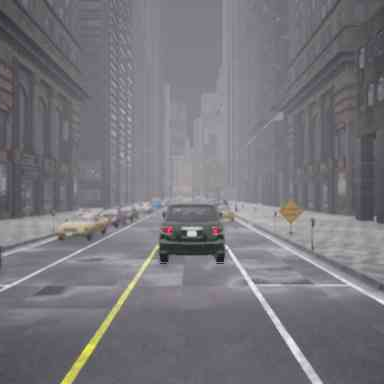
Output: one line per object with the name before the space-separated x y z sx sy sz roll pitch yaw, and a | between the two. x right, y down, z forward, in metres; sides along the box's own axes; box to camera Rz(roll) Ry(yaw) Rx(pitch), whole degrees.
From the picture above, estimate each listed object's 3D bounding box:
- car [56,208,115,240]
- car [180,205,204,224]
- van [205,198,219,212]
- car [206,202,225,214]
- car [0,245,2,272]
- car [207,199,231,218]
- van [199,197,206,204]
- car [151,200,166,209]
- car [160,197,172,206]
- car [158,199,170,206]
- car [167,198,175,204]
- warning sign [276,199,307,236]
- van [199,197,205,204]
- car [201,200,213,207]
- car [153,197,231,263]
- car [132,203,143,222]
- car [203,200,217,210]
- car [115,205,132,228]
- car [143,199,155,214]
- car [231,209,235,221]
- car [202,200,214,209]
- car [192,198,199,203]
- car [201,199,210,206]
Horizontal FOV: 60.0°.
car | -5.762 1.690 18.011 1.752 1.417 4.829 0 -1 0
car | 0.017 1.863 28.266 1.895 1.301 4.718 0 -1 0
van | 2.764 1.777 46.286 1.690 1.788 3.998 0 -1 0
car | 2.764 1.932 40.666 2.008 1.369 4.403 0 -1 0
car | -5.762 1.630 6.943 1.947 1.339 4.313 0 -1 0
car | 2.763 1.643 35.050 2.192 1.841 5.009 0 -1 0
van | 2.765 2.164 85.613 1.690 1.788 3.998 0 -1 0
car | -5.761 2.094 57.510 2.008 1.369 4.403 0 -1 0
car | -5.761 2.024 74.367 2.192 1.841 5.009 0 -1 0
car | -5.760 2.204 68.747 2.008 1.369 4.403 0 -1 0
car | -5.760 2.446 91.220 1.947 1.339 4.313 0 -1 0
warning sign | 5.068 1.272 17.053 1.300 1.860 1.060 0 -1 0
van | 2.765 2.222 91.231 1.690 1.788 3.998 0 -1 0
car | 2.765 2.149 63.133 2.008 1.369 4.403 0 -1 0
car | 0.009 1.340 12.592 2.150 2.045 5.566 0 0 0
car | -5.762 1.855 29.417 1.802 1.307 4.206 0 -1 0
car | 2.764 2.034 51.903 1.887 1.381 4.507 0 -1 0
car | -5.762 1.801 23.799 1.802 1.307 4.206 0 -1 0
car | -5.761 1.905 40.484 1.752 1.417 4.829 0 -1 0
car | 2.763 1.800 29.600 1.752 1.417 4.829 0 -1 0
car | 2.764 2.089 57.521 1.887 1.381 4.507 0 -1 0
car | 0.903 2.415 94.047 1.837 1.490 4.892 0 -1 0
car | 2.764 2.181 68.927 1.752 1.417 4.829 0 -1 0
